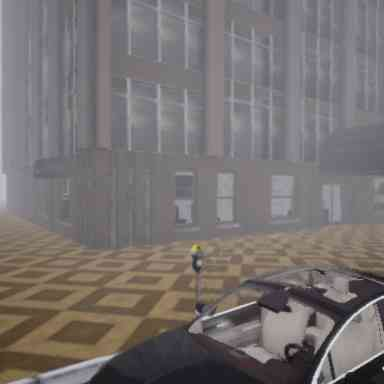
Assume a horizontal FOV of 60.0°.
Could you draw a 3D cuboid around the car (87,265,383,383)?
[{"bbox_3d":[1.128,1.520,3.246,4.403,1.369,2.008,0,0,-34],"label":"car"}]
